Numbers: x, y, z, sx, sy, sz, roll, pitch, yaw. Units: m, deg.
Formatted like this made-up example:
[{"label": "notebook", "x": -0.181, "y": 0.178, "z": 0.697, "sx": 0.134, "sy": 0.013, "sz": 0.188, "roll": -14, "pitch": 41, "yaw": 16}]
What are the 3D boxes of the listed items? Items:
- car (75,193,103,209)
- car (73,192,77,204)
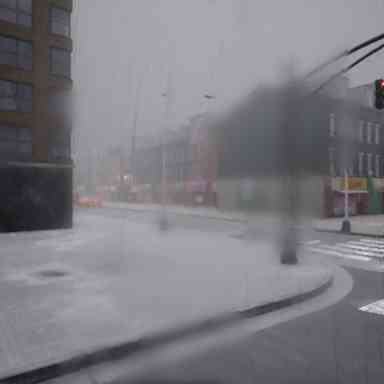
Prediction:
[{"label": "car", "x": -13.621, "y": 1.233, "z": 44.587, "sx": 2.097, "sy": 1.767, "sz": 4.553, "roll": 0, "pitch": 0, "yaw": -36}, {"label": "car", "x": -19.355, "y": 1.073, "z": 52.531, "sx": 2.150, "sy": 2.045, "sz": 5.566, "roll": 0, "pitch": 0, "yaw": -36}]
